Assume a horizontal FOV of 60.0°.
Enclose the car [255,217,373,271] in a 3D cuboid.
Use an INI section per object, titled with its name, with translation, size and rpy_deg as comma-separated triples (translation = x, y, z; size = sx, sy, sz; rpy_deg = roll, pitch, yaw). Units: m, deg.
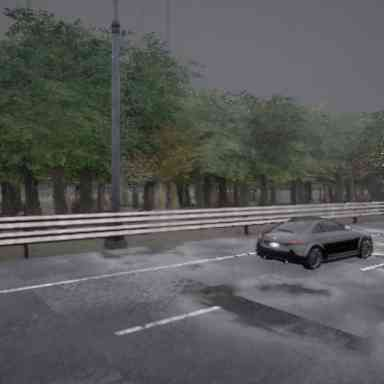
[car]
translation = 4.050, 1.507, 10.850
size = 4.181, 1.385, 1.994
rpy_deg = 0, 0, -35
